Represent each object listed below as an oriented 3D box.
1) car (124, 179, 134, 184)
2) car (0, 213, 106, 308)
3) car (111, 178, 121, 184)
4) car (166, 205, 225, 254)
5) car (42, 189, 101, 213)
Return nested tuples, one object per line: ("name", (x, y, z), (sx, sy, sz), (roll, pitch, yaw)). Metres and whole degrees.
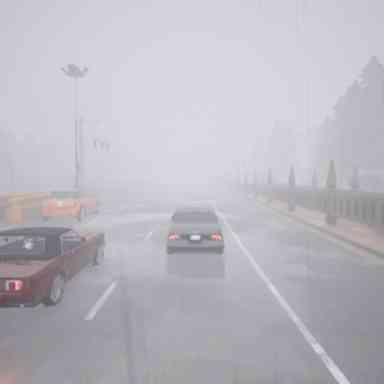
("car", (-17.120, -2.972, 90.241), (1.994, 1.385, 4.181), (0, 3, 0))
("car", (-3.403, 1.433, 7.533), (1.895, 1.301, 4.718), (0, 2, 0))
("car", (-20.620, -2.986, 90.259), (2.033, 1.411, 5.357), (0, 3, 0))
("car", (0.098, 1.189, 11.821), (2.033, 1.411, 5.357), (0, 3, 0))
("car", (-6.880, 0.585, 19.491), (2.097, 1.767, 4.553), (0, 3, 0))
